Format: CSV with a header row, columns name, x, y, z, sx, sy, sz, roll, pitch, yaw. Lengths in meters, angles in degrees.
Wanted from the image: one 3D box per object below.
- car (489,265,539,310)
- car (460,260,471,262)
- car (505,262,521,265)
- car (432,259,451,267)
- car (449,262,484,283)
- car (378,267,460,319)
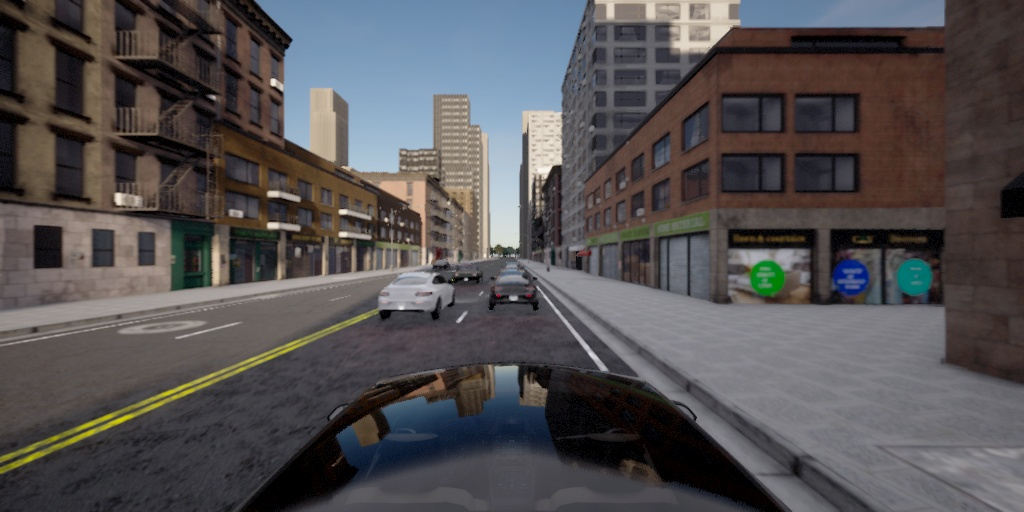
name,x,y,z,sx,sy,sz,roll,pitch,yaw
car,0.072,1.268,14.628,1.812,1.442,4.674,0,0,0
car,-6.592,1.270,50.444,1.812,1.442,4.674,0,0,0
car,0.069,1.260,30.026,1.812,1.442,4.674,0,0,0
car,-9.841,1.221,50.237,1.882,1.535,5.008,0,0,0
car,-3.196,1.336,27.200,1.895,1.301,4.718,0,0,0
car,-3.186,1.270,12.649,1.812,1.442,4.674,0,-1,0
